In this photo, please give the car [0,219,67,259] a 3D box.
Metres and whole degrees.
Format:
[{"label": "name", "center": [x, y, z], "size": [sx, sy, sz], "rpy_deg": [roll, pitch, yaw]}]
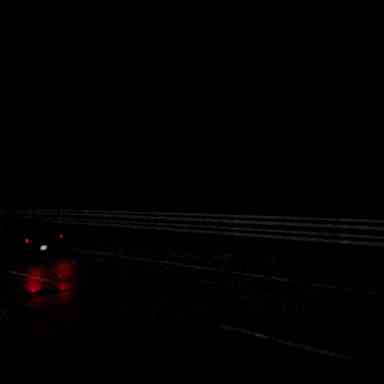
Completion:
[{"label": "car", "center": [-7.140, 1.741, 13.272], "size": [4.718, 1.301, 1.895], "rpy_deg": [-1, 0, 36]}]
